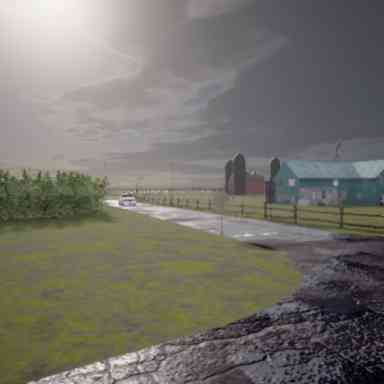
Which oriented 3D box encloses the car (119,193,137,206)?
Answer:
[{"bbox_3d":[-10.700,1.253,55.096,2.150,2.045,5.566,-1,0,-21],"label":"car"}]
